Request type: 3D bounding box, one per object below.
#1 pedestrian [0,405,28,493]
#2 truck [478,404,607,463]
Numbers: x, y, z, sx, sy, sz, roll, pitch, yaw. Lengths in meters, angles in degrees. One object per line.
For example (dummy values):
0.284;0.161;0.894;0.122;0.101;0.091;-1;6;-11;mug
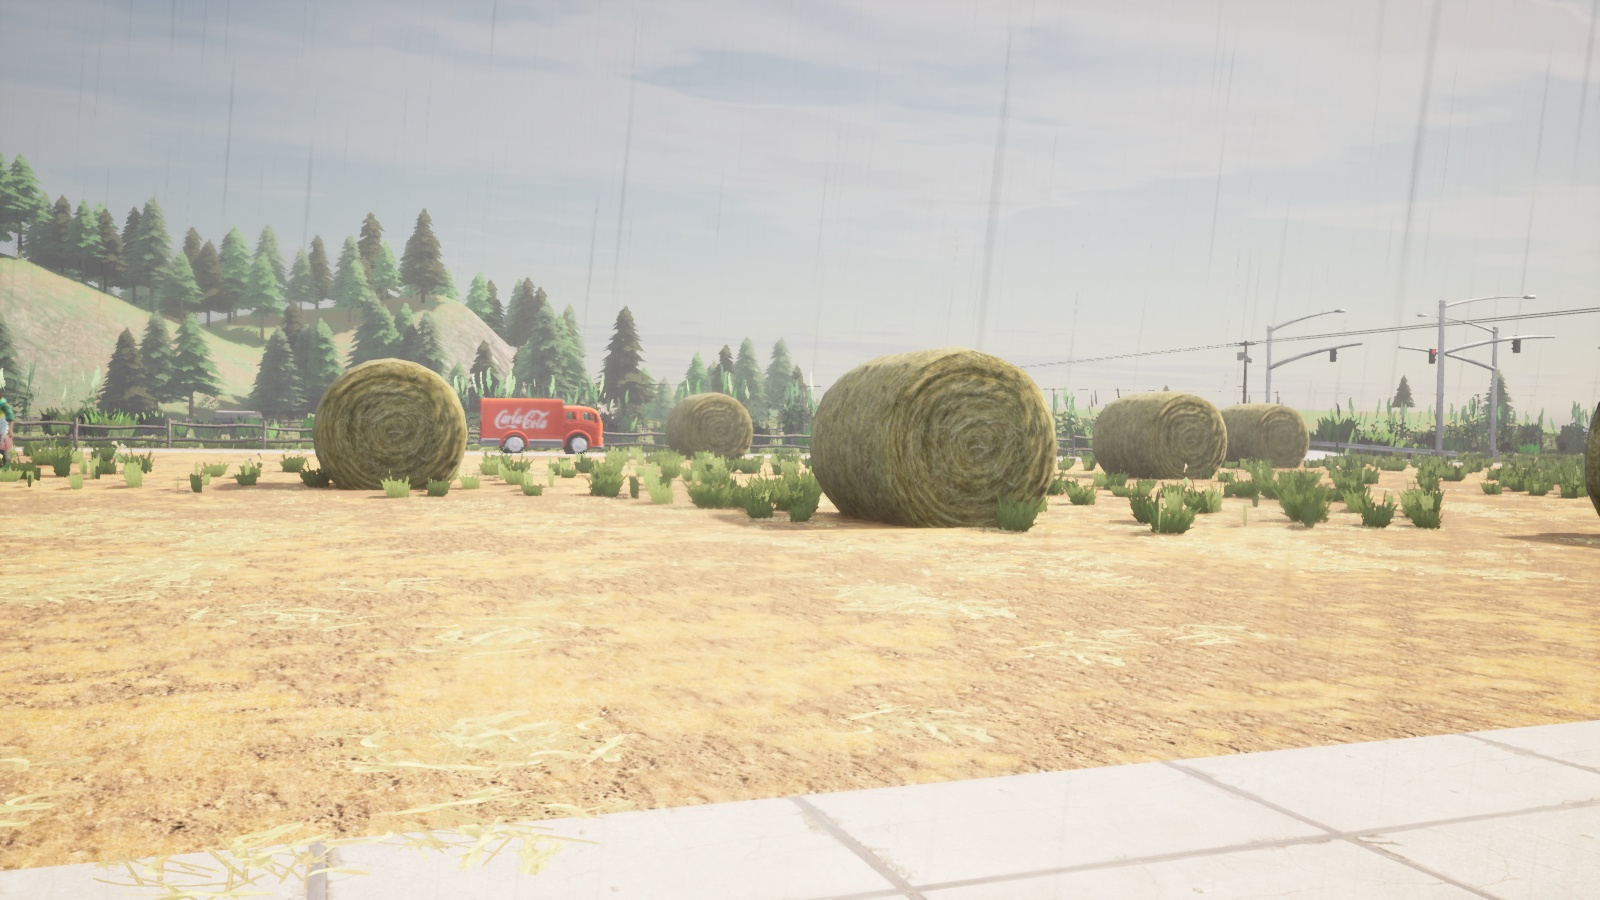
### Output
-18.103;-0.030;28.404;0.659;1.952;0.873;0;1;29;pedestrian
-11.128;-0.728;54.175;5.204;2.467;2.627;-1;1;-17;truck
